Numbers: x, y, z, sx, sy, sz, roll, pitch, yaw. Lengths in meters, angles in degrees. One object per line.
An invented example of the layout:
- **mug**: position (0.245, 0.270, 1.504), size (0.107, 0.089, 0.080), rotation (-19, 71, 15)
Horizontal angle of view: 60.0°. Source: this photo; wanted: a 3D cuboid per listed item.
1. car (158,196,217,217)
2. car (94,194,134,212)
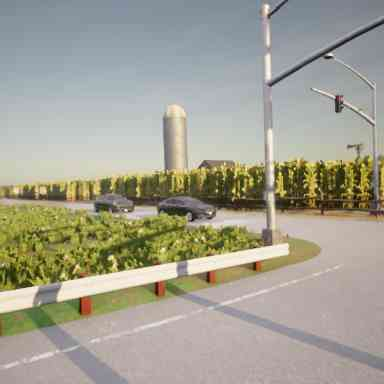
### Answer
- **car**: position (-0.450, 1.083, 22.214), size (1.837, 1.490, 4.892), rotation (-3, 2, -40)
- **car**: position (-7.088, 0.970, 30.031), size (2.097, 1.767, 4.553), rotation (-3, 2, -40)
